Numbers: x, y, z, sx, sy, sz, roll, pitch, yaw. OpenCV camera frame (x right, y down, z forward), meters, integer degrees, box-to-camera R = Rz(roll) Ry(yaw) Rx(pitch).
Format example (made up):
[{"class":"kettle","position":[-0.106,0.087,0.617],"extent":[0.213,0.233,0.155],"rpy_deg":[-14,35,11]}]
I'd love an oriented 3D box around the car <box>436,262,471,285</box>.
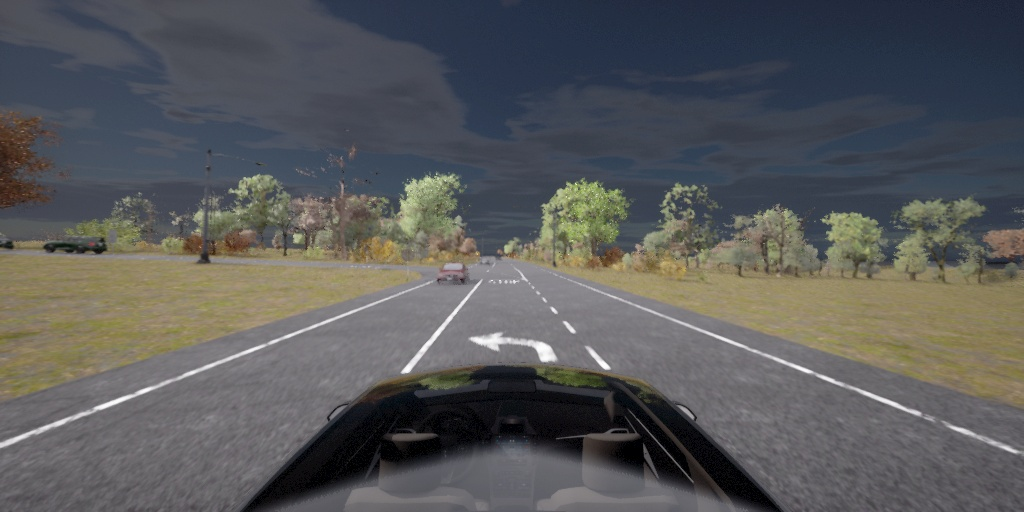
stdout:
[{"class":"car","position":[-4.022,1.171,25.155],"extent":[1.812,1.442,4.674],"rpy_deg":[0,0,-1]}]

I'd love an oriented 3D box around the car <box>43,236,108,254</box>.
[{"class":"car","position":[-49.832,-1.287,41.058],"extent":[5.566,2.045,2.150],"rpy_deg":[2,0,-2]}]
